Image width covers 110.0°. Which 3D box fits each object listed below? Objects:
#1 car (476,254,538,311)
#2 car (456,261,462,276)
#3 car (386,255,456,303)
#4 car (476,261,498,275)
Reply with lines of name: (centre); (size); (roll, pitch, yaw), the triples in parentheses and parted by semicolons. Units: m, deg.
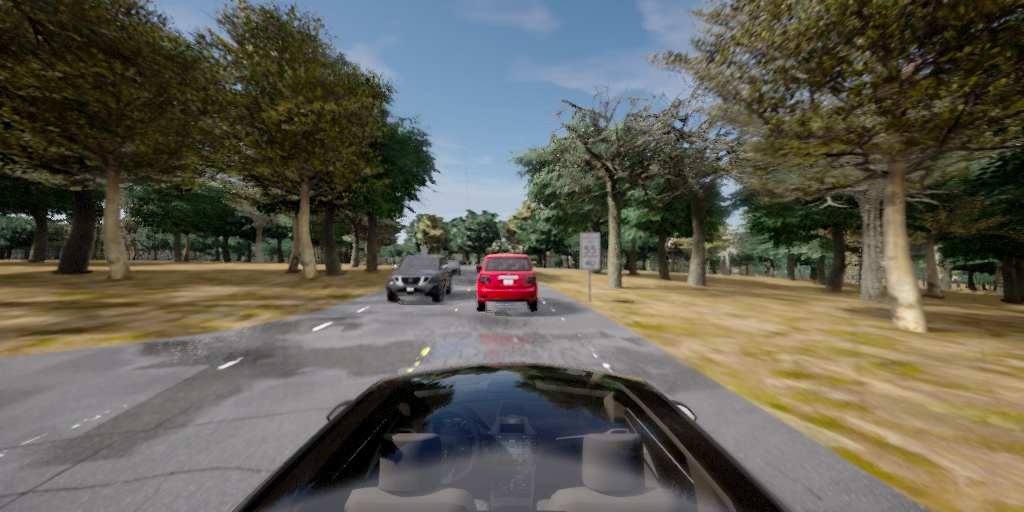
car: (-0.256, 0.950, 14.524); (2.150, 2.045, 5.566); (0, 0, -3)
car: (-6.173, 1.210, 36.898); (1.882, 1.535, 5.008); (0, 0, -8)
car: (-4.132, 0.951, 16.876); (2.150, 2.045, 5.566); (0, 0, -3)
car: (-2.904, 1.279, 40.214); (2.033, 1.411, 5.357); (0, 0, -9)
